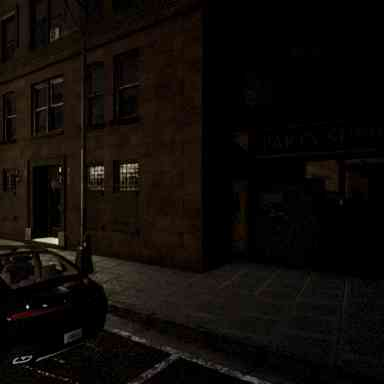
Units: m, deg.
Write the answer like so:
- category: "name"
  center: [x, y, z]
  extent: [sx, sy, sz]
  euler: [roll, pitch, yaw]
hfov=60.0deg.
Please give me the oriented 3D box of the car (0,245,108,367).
- category: "car"
  center: [-3.248, 1.551, 5.410]
  extent: [4.403, 1.369, 2.008]
  euler: [0, 0, 36]
